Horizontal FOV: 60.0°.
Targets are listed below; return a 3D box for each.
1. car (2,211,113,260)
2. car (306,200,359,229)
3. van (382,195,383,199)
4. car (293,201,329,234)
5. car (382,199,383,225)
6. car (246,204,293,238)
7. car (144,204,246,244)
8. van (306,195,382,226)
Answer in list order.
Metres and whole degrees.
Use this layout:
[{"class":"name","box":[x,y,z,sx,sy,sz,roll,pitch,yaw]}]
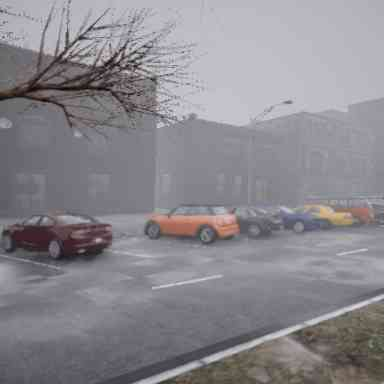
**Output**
[{"class":"car","box":[-5.111,1.464,12.385,5.008,1.535,2.097,-1,0,35]},{"class":"car","box":[7.229,1.472,20.971,5.366,1.575,1.946,-1,-1,36]},{"class":"van","box":[15.027,1.249,25.769,4.442,1.987,1.878,-1,-1,37]},{"class":"car","box":[4.867,1.472,19.205,5.008,1.535,2.097,-1,-1,36]},{"class":"car","box":[12.388,1.505,24.197,4.792,1.488,2.163,-1,-1,37]},{"class":"car","box":[2.372,1.471,17.505,4.892,1.521,2.231,-1,-1,36]},{"class":"car","box":[-0.121,1.342,15.802,4.553,1.767,2.185,-1,-1,35]},{"class":"van","box":[9.991,1.247,22.463,4.442,1.987,1.878,-1,-1,37]}]
